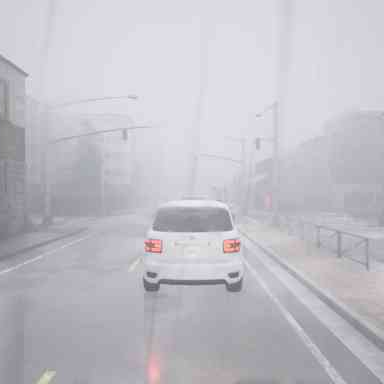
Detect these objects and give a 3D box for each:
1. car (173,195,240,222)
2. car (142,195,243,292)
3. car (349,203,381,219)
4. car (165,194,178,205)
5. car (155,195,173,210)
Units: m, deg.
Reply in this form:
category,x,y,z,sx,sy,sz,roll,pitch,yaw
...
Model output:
category,x,y,z,sx,sy,sz,roll,pitch,yaw
car,1.114,1.309,28.466,5.566,2.045,2.150,0,1,42
car,0.035,1.221,9.080,2.150,2.045,5.566,0,0,1
car,16.656,1.740,30.263,4.181,1.385,1.994,0,0,0
car,-3.691,1.352,60.484,2.097,1.767,4.553,0,0,0
car,-3.687,1.352,44.466,2.097,1.767,4.553,0,0,0
